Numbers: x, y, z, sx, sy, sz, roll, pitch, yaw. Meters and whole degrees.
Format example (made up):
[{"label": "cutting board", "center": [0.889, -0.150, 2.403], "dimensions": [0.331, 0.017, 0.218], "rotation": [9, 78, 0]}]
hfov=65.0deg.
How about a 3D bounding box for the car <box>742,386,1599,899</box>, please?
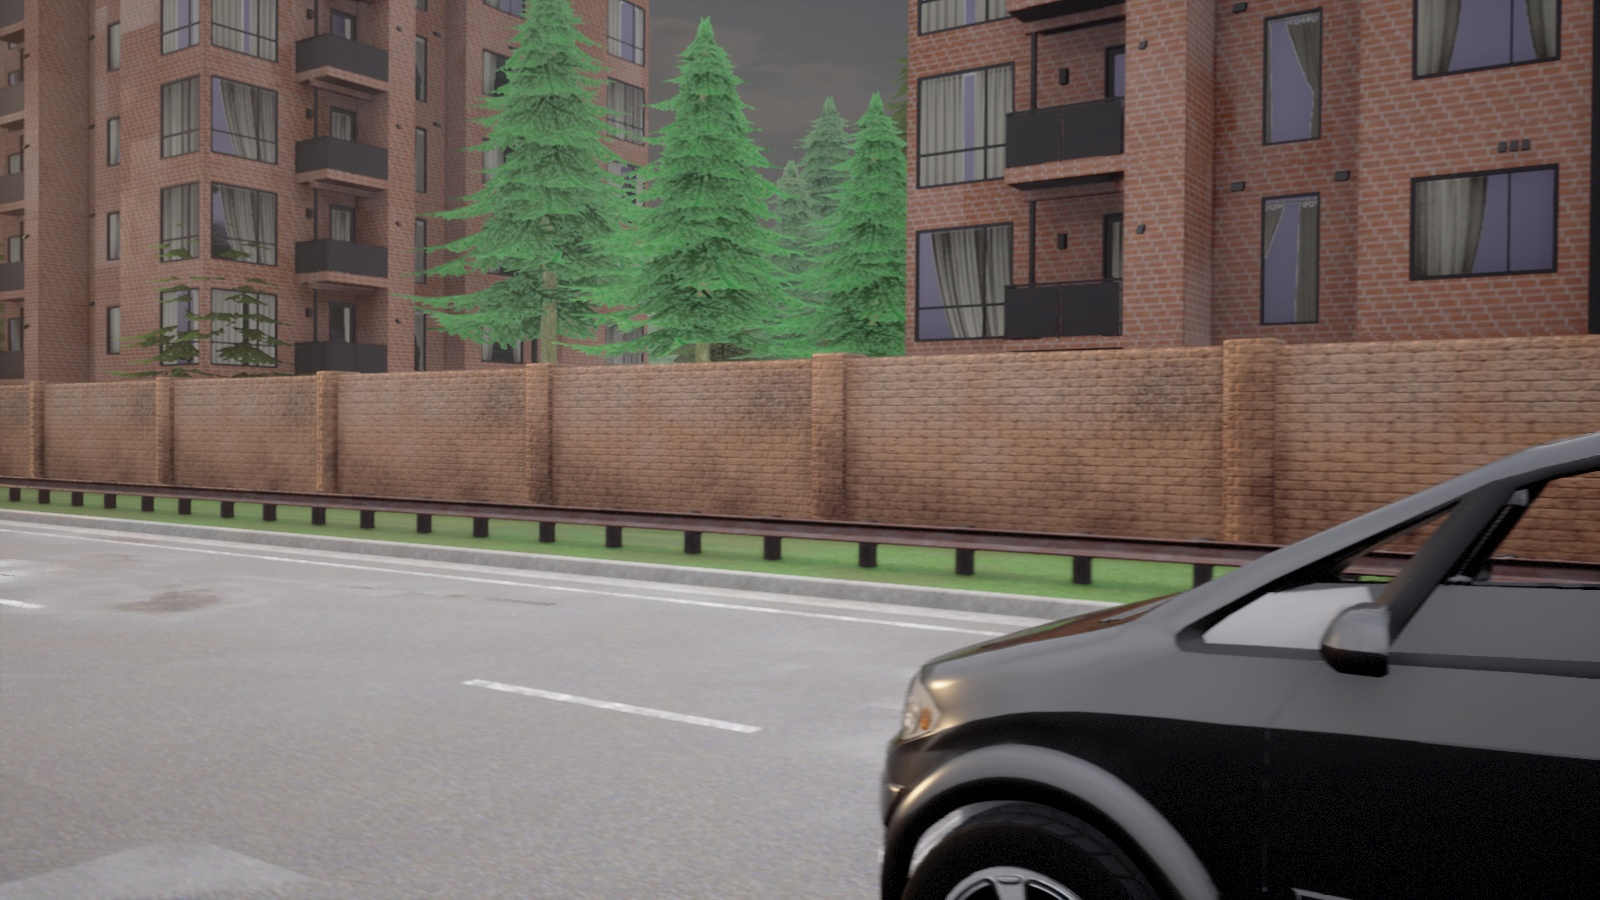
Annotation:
[{"label": "car", "center": [1.904, 0.656, 2.707], "dimensions": [3.705, 1.549, 1.789], "rotation": [0, 1, 34]}]
